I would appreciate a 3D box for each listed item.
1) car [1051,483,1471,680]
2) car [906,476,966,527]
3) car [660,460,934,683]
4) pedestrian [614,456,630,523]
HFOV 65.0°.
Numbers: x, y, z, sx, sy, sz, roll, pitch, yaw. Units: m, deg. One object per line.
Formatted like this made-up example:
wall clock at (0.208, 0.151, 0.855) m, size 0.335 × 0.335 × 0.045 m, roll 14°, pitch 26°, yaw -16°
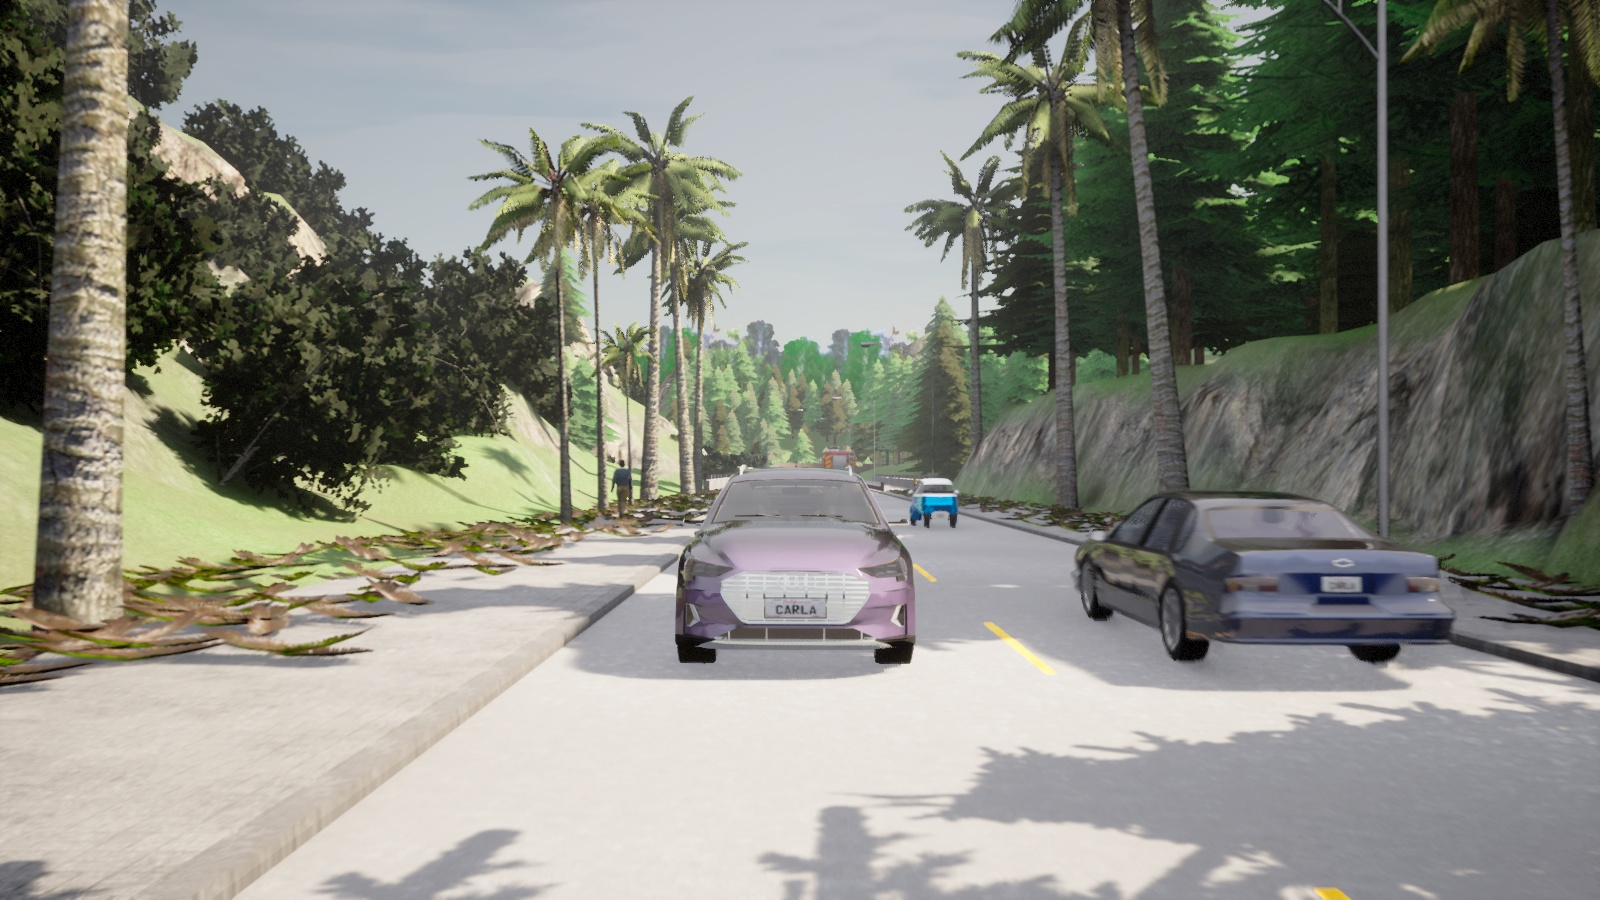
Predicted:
car at (3.967, 1.047, 12.026) m, size 2.033 × 1.411 × 5.357 m, roll 0°, pitch -1°, yaw 0°
car at (3.886, 1.457, 36.058) m, size 1.481 × 1.376 × 2.207 m, roll 0°, pitch -1°, yaw 0°
car at (-0.032, 0.942, 11.786) m, size 2.033 × 1.649 × 4.856 m, roll 0°, pitch -1°, yaw 0°
pedestrian at (-5.286, 1.160, 37.279) m, size 0.423 × 1.949 × 0.788 m, roll 0°, pitch -1°, yaw -6°
